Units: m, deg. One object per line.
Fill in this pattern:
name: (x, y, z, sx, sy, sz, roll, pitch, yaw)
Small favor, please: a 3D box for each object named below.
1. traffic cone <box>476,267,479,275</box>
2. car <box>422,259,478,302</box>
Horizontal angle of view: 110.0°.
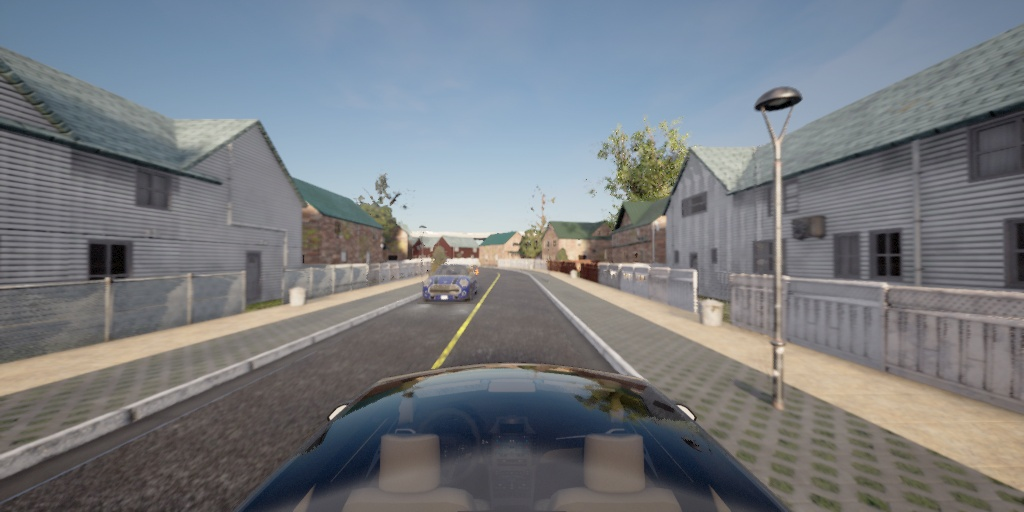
traffic cone: (-3.931, 1.829, 40.623, 0.340, 0.580, 0.340, 0, 0, -2)
car: (-2.854, 1.157, 17.346, 2.097, 1.767, 4.553, 0, 0, 0)
